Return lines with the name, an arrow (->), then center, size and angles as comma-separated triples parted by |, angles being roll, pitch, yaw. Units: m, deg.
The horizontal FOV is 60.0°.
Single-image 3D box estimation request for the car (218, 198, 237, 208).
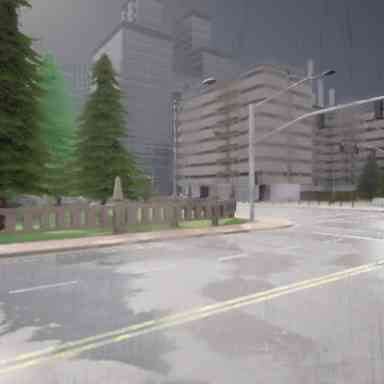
car -> 3.487, 1.424, 39.903 | 1.994, 1.385, 4.181 | 0, 0, -35
